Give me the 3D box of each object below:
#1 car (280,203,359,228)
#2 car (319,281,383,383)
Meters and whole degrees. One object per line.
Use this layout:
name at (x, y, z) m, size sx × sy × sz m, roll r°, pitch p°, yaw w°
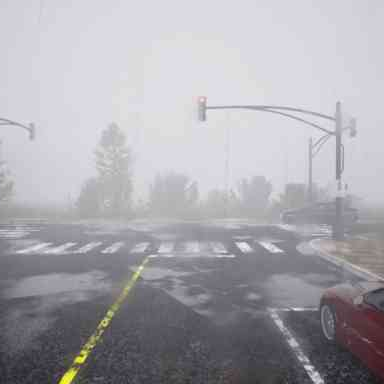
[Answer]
car at (8.208, 1.450, 21.582) m, size 4.902 × 1.511 × 2.128 m, roll 0°, pitch 1°, yaw -1°
car at (2.813, 1.581, 3.545) m, size 1.802 × 1.307 × 4.206 m, roll -1°, pitch 0°, yaw 0°
